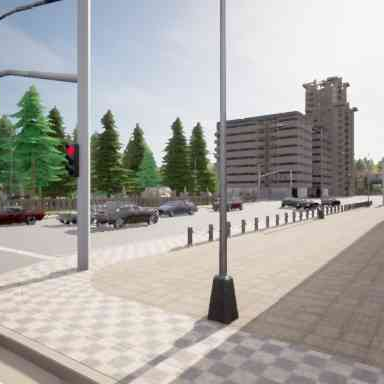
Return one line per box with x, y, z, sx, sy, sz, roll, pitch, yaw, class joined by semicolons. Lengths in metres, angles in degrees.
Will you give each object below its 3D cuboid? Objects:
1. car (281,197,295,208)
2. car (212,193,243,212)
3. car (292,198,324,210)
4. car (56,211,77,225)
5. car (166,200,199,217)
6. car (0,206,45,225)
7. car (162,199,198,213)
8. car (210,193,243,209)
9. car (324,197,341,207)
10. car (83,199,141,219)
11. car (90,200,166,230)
14.261;1.506;47.335;1.837;1.490;4.892;0;0;35;car
4.304;1.352;39.699;2.097;1.767;4.553;0;0;36;car
14.680;1.601;41.889;1.895;1.301;4.718;0;0;35;car
-7.103;1.601;23.703;1.895;1.301;4.718;0;0;35;car
-1.502;1.547;31.563;2.033;1.411;5.357;0;0;36;car
-12.527;1.601;22.200;1.895;1.301;4.718;0;0;37;car
-1.298;1.564;37.891;1.994;1.385;4.181;0;0;35;car
4.951;1.221;46.594;2.150;2.045;5.566;0;0;36;car
21.529;1.547;51.572;2.033;1.411;5.357;0;0;38;car
-7.044;1.478;29.821;1.882;1.535;5.008;0;0;36;car
-4.212;1.491;21.392;2.128;1.511;4.902;0;0;36;car
